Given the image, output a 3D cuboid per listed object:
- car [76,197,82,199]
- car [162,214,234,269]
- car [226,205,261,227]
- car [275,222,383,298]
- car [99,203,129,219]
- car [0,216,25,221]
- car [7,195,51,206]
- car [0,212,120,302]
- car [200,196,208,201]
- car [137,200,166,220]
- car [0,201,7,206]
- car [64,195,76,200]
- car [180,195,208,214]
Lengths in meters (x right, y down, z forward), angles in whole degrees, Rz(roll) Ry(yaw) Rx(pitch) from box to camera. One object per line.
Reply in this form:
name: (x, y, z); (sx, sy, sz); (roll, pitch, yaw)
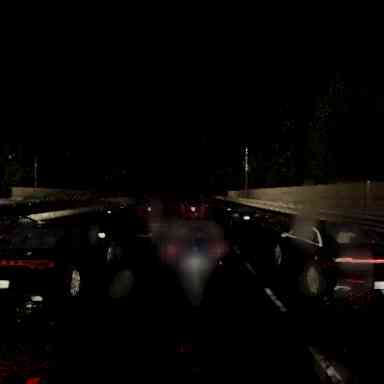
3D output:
car: (-24.497, 1.398, 77.417); (2.128, 1.511, 4.902); (0, 0, 0)
car: (0.101, 1.633, 11.278); (1.895, 1.301, 4.718); (0, 0, 0)
car: (3.501, 1.622, 23.177); (1.994, 1.385, 4.181); (0, 0, 0)
car: (3.503, 1.509, 8.536); (2.128, 1.511, 4.902); (0, 0, 0)
car: (-6.896, 1.652, 29.730); (1.994, 1.385, 4.181); (0, 0, 0)
car: (-6.899, 1.600, 12.763); (1.994, 1.385, 4.181); (0, 0, 0)
car: (-17.588, 1.332, 36.854); (2.150, 2.045, 5.566); (0, 0, 0)
car: (-3.396, 1.501, 8.414); (1.882, 1.535, 5.008); (0, 0, 0)
car: (3.504, 1.874, 95.213); (2.128, 1.511, 4.902); (0, 0, 0)
car: (-3.401, 1.437, 28.813); (2.097, 1.767, 4.553); (0, 0, 0)
car: (-21.086, 1.677, 37.665); (1.994, 1.385, 4.181); (0, 0, 0)
car: (-27.997, 1.454, 77.009); (1.837, 1.490, 4.892); (0, 0, 0)
car: (0.099, 1.437, 28.840); (2.097, 1.767, 4.553); (0, 0, 0)
